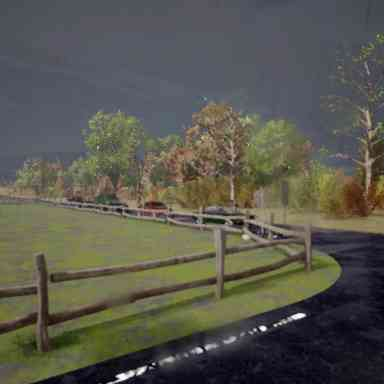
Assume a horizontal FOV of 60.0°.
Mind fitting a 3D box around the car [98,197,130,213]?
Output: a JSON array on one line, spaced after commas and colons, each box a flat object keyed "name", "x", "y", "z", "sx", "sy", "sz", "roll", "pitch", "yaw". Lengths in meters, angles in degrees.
[{"name": "car", "x": -8.507, "y": 1.597, "z": 36.954, "sx": 1.994, "sy": 1.385, "sz": 4.181, "roll": 0, "pitch": 0, "yaw": -35}]

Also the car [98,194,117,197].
[{"name": "car", "x": -12.477, "y": 1.256, "z": 47.882, "sx": 2.150, "sy": 2.045, "sz": 5.566, "roll": 0, "pitch": 0, "yaw": -35}]

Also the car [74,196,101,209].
[{"name": "car", "x": -14.180, "y": 1.597, "z": 45.225, "sx": 1.994, "sy": 1.385, "sz": 4.181, "roll": 0, "pitch": 0, "yaw": -34}]

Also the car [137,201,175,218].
[{"name": "car", "x": -3.312, "y": 1.552, "z": 29.423, "sx": 1.812, "sy": 1.442, "sz": 4.674, "roll": 0, "pitch": 0, "yaw": -35}]

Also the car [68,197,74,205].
[{"name": "car", "x": -20.800, "y": 1.504, "z": 59.909, "sx": 1.882, "sy": 1.535, "sz": 5.008, "roll": 0, "pitch": 0, "yaw": -35}]

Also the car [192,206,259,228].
[{"name": "car", "x": 2.077, "y": 1.616, "z": 21.626, "sx": 1.895, "sy": 1.301, "sz": 4.718, "roll": 0, "pitch": 0, "yaw": -35}]

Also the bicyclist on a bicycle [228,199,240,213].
[{"name": "bicyclist on a bicycle", "x": 3.726, "y": 1.475, "z": 29.743, "sx": 1.656, "sy": 1.620, "sz": 0.582, "roll": -1, "pitch": 0, "yaw": -35}]
